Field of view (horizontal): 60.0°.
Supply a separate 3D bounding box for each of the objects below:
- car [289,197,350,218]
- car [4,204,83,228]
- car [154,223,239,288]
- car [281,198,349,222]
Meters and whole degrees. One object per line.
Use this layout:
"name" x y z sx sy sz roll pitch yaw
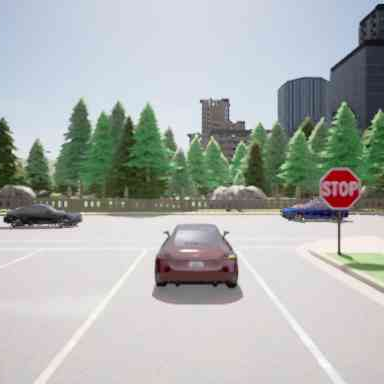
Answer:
"car" 11.165 1.326 29.332 4.553 1.767 2.097 0 0 -2
"car" -9.463 1.517 21.354 4.674 1.442 1.812 0 0 -2
"car" 0.122 1.542 9.214 1.994 1.385 4.181 0 0 1
"car" 9.471 1.459 25.765 5.008 1.535 1.882 0 0 -2
